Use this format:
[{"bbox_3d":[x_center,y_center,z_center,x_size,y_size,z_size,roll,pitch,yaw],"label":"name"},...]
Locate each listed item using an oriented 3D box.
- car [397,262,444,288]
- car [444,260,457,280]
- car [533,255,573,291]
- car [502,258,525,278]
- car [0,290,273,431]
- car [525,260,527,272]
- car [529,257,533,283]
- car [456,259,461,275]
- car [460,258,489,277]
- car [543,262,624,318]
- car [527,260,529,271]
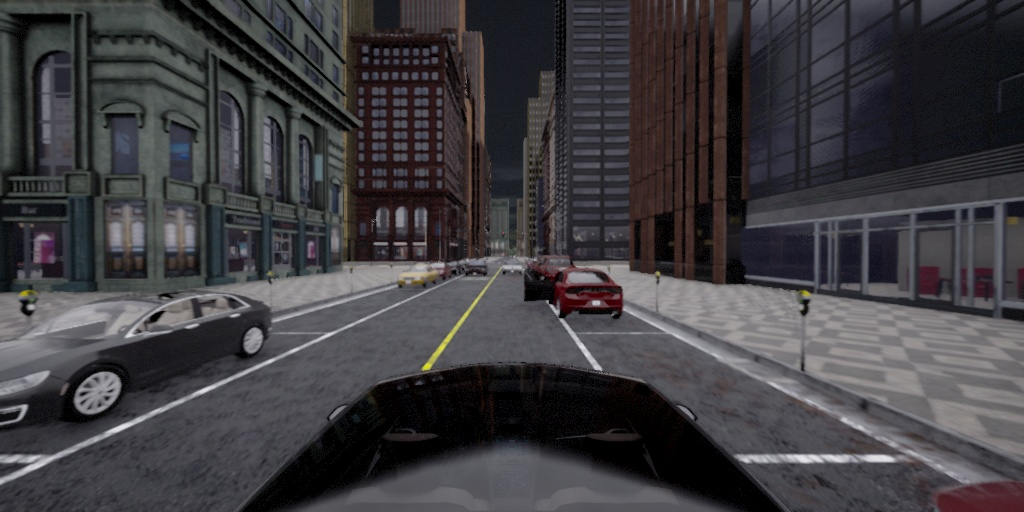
[{"bbox_3d":[-5.760,1.117,22.373,1.751,1.417,4.829,0,0,0],"label":"car"},{"bbox_3d":[-5.759,1.132,28.179,1.802,1.307,4.207,0,0,0],"label":"car"},{"bbox_3d":[2.765,0.906,22.545,2.192,1.841,5.009,0,0,0],"label":"car"},{"bbox_3d":[0.047,1.102,35.157,1.895,1.301,4.718,0,0,1],"label":"car"},{"bbox_3d":[-5.762,1.270,5.633,2.007,1.370,4.403,0,0,0],"label":"car"},{"bbox_3d":[2.768,0.872,45.089,1.967,1.591,4.097,0,0,0],"label":"car"},{"bbox_3d":[2.766,0.865,28.181,2.192,1.841,5.009,0,0,0],"label":"car"},{"bbox_3d":[-5.758,1.076,33.815,1.948,1.339,4.313,0,0,0],"label":"car"},{"bbox_3d":[-3.093,1.067,32.516,2.033,1.411,5.357,0,0,0],"label":"car"},{"bbox_3d":[2.363,1.144,12.521,1.882,1.535,5.008,0,0,0],"label":"car"},{"bbox_3d":[2.767,1.076,33.817,1.948,1.339,4.313,0,0,0],"label":"car"}]
